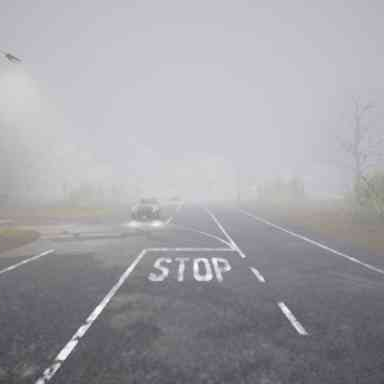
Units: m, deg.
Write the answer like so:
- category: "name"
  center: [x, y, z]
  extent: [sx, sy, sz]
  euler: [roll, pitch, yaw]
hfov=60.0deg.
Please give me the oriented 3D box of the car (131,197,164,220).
- category: "car"
  center: [-3.453, 1.225, 26.450]
  extent: [2.097, 1.767, 4.553]
  euler: [0, 0, 0]

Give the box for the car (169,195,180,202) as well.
- category: "car"
  center: [-3.443, 1.240, 65.075]
  extent: [1.895, 1.301, 4.718]
  euler: [0, 0, 0]
